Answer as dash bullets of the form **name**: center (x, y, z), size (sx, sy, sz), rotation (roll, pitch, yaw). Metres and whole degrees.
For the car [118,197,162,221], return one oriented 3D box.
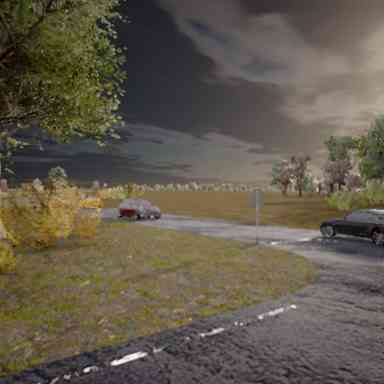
- **car**: center (-4.352, 1.334, 27.309), size (2.097, 1.767, 4.553), rotation (0, 0, -36)

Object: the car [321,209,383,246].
- **car**: center (8.017, 1.498, 15.135), size (1.812, 1.442, 4.674), rotation (1, -1, -21)

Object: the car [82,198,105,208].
- **car**: center (-13.629, 1.493, 45.695), size (1.882, 1.535, 5.008), rotation (0, 0, -35)
